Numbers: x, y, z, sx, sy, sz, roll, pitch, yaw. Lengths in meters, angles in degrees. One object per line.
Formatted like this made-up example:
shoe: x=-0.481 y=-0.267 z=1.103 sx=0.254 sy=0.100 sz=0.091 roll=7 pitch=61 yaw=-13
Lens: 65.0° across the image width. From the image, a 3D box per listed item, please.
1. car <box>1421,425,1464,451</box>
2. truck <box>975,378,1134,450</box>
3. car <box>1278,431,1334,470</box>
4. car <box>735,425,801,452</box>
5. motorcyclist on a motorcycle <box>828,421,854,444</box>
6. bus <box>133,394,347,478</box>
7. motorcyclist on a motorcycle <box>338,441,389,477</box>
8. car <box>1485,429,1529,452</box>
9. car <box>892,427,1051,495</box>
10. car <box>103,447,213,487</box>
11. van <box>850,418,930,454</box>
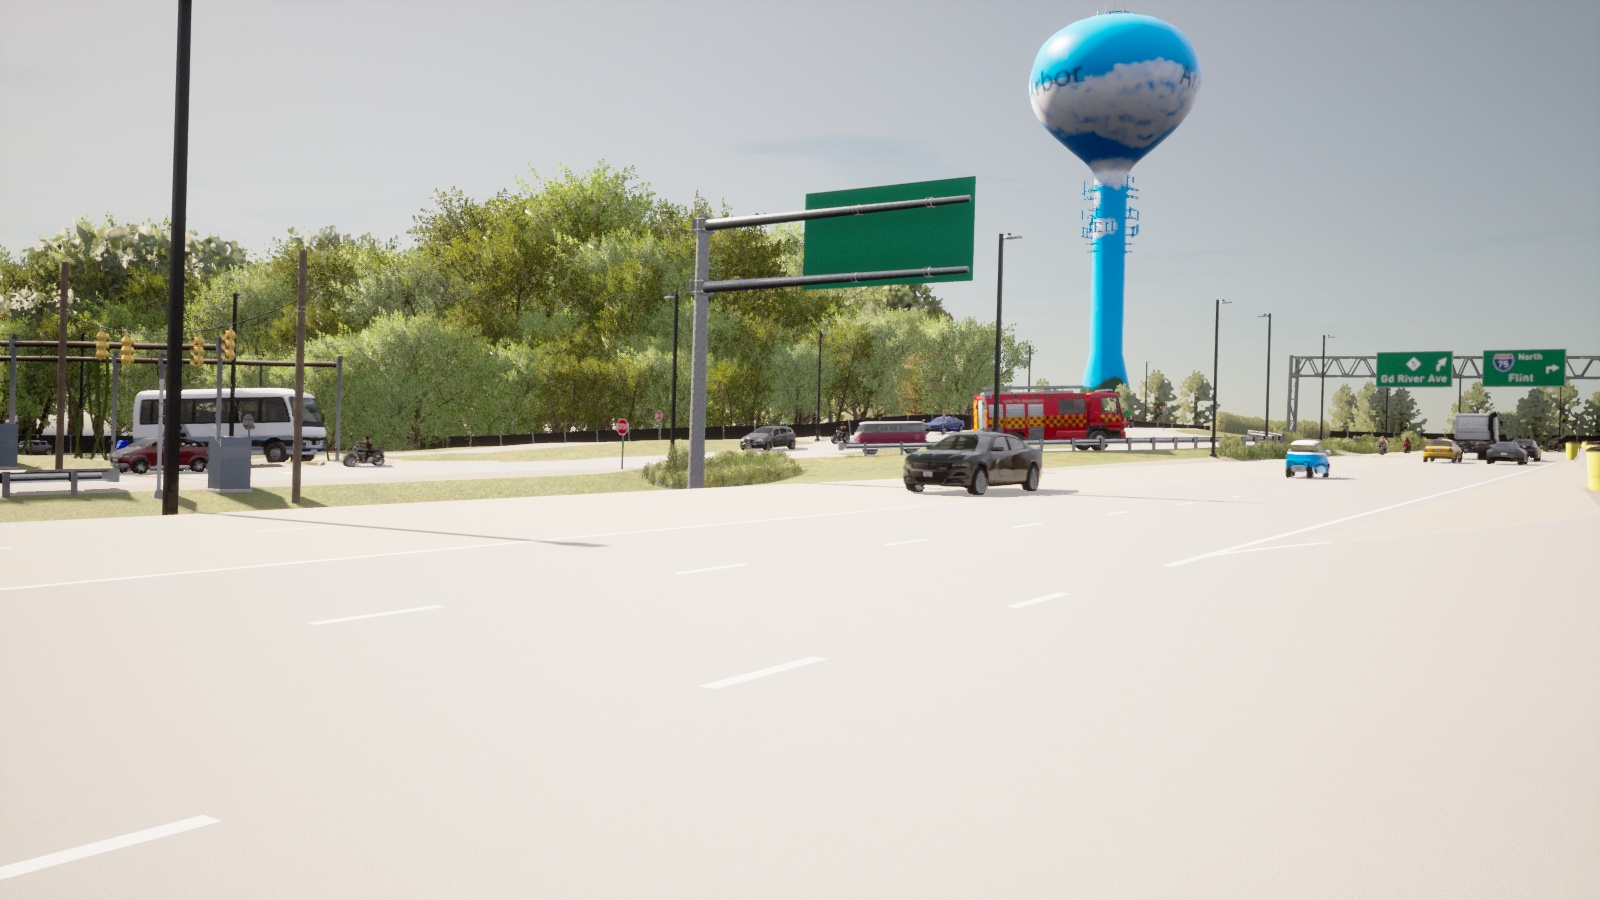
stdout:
car: x=39.971 y=-0.750 z=78.078 sx=1.801 sy=1.575 sz=5.366 roll=1 pitch=1 yaw=34
truck: x=14.790 y=-2.101 z=73.286 sx=8.468 sy=3.827 sz=2.891 roll=-2 pitch=1 yaw=-8
car: x=18.553 y=-0.013 z=46.057 sx=1.481 sy=1.376 sz=2.207 roll=1 pitch=2 yaw=34
car: x=-2.215 y=-0.842 z=87.502 sx=2.242 sy=1.667 sz=4.611 roll=1 pitch=4 yaw=35
motorcyclist on a motorcycle: x=3.106 y=-1.323 z=95.189 sx=0.766 sy=1.649 sz=2.350 roll=1 pitch=4 yaw=34
bus: x=-31.171 y=-0.724 z=70.091 sx=10.273 sy=4.253 sz=3.944 roll=-2 pitch=0 yaw=8
motorcyclist on a motorcycle: x=-21.426 y=0.431 z=61.687 sx=0.766 sy=1.649 sz=2.350 roll=1 pitch=2 yaw=34
car: x=42.912 y=-0.599 z=76.182 sx=1.994 sy=1.385 sz=4.181 roll=1 pitch=1 yaw=34
car: x=4.342 y=0.197 z=31.102 sx=1.882 sy=1.535 sz=5.008 roll=1 pitch=1 yaw=34
car: x=-27.081 y=0.699 z=53.045 sx=1.789 sy=1.549 sz=3.705 roll=0 pitch=1 yaw=33
van: x=5.397 y=-0.825 z=75.437 sx=4.442 sy=1.987 sz=1.775 roll=-2 pitch=0 yaw=-7
